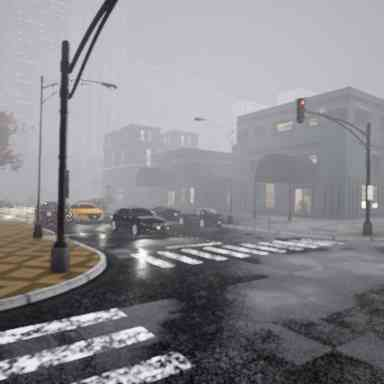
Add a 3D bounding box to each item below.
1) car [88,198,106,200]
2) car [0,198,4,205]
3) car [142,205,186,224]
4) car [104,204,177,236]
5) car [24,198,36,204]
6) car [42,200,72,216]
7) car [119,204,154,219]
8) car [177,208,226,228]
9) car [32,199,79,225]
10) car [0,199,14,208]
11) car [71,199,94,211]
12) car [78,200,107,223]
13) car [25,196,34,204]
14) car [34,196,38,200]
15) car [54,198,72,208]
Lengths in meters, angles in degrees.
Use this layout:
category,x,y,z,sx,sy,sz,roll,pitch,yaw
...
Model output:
category,x,y,z,sx,sy,sz,roll,pitch,yaw
car,-12.625,1.708,43.280,2.192,1.841,5.009,1,-1,-35
car,-38.553,1.920,65.827,1.947,1.339,4.313,1,-1,-35
car,-2.500,1.874,28.743,1.947,1.339,4.313,1,-1,-35
car,-3.125,1.636,19.256,1.837,1.490,4.892,2,-1,-35
car,-41.154,2.189,84.288,2.008,1.369,4.403,1,-1,-35
car,-14.614,1.706,35.864,1.882,1.535,5.008,2,-1,-35
car,-5.622,1.916,33.246,1.802,1.307,4.206,1,-1,-35
car,0.623,1.833,24.237,2.008,1.369,4.403,1,-1,-35
car,-10.200,1.546,24.695,1.967,1.590,4.097,1,-1,-35
car,-28.970,1.796,52.001,1.752,1.417,4.829,1,-1,-35
car,-15.816,1.859,47.822,1.967,1.590,4.097,1,-1,-35
car,-8.885,1.657,27.578,1.882,1.535,5.008,2,-1,-35
car,-37.989,1.925,79.729,2.192,1.841,5.009,1,-1,-35
car,-31.764,2.081,70.741,1.752,1.417,4.829,1,-1,-35
car,-22.181,1.913,56.916,1.967,1.590,4.097,1,-1,-35
